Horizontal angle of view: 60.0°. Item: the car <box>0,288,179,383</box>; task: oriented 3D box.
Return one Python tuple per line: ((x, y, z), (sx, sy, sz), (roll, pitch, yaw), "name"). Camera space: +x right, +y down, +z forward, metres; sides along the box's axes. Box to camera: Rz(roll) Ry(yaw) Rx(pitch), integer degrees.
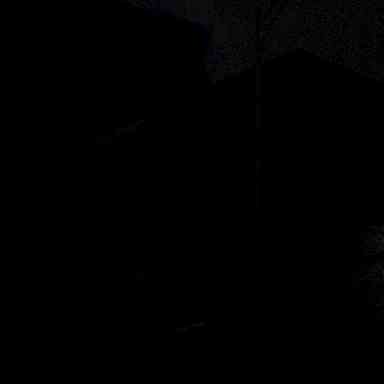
((-2.443, 1.477, 1.943), (5.008, 1.535, 1.882), (0, 0, -36), "car")
